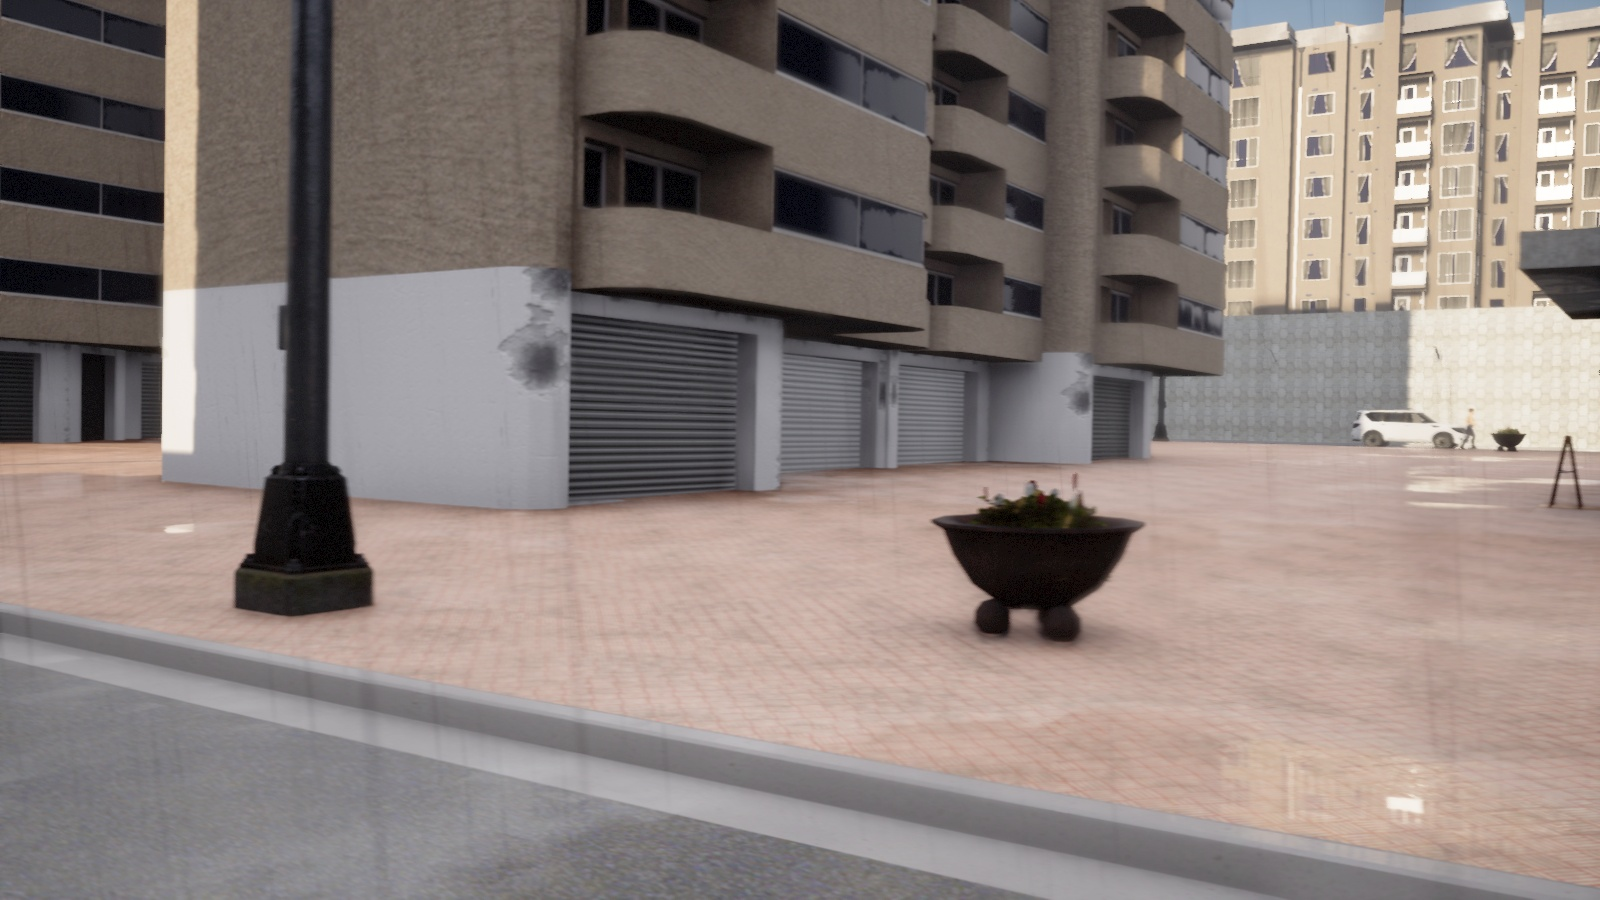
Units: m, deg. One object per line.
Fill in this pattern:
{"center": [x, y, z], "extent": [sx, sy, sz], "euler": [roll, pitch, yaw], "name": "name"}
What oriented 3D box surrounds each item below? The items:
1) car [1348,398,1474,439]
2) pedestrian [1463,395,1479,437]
{"center": [31.680, -1.622, 65.206], "extent": [5.566, 2.045, 2.150], "euler": [1, 2, 35], "name": "car"}
{"center": [29.543, -1.476, 55.272], "extent": [0.594, 1.836, 0.345], "euler": [1, 1, 28], "name": "pedestrian"}
